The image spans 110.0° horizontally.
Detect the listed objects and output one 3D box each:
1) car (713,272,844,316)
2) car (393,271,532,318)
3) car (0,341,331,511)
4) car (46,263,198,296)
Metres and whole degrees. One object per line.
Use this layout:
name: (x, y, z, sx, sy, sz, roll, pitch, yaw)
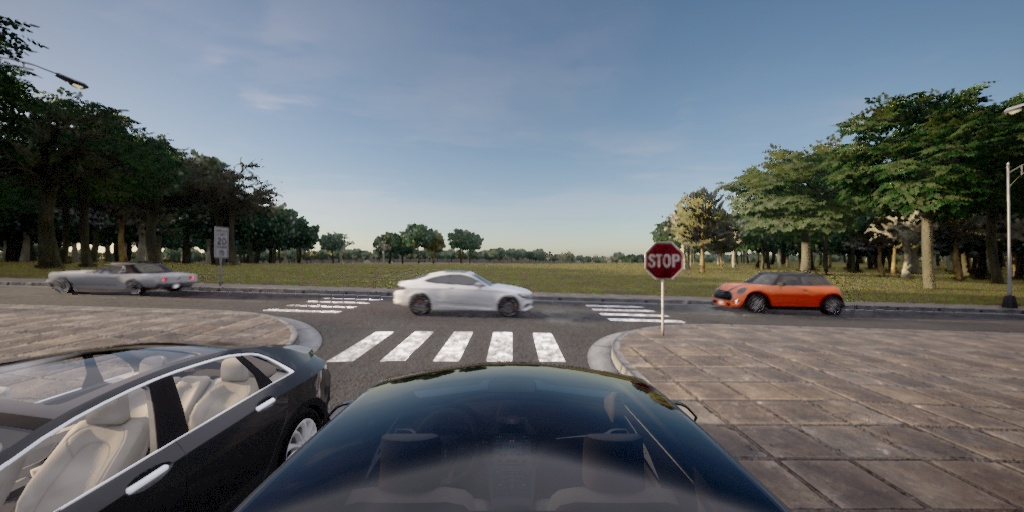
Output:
car: (11.160, 1.457, 15.260, 4.553, 1.767, 2.097, 2, -1, 0)
car: (-1.635, 1.242, 12.327, 4.674, 1.442, 1.812, 2, -1, 0)
car: (-2.637, 1.300, 1.867, 2.007, 1.370, 4.403, 0, 0, 0)
car: (-16.516, 0.935, 15.295, 4.718, 1.301, 1.895, 2, -1, 0)
